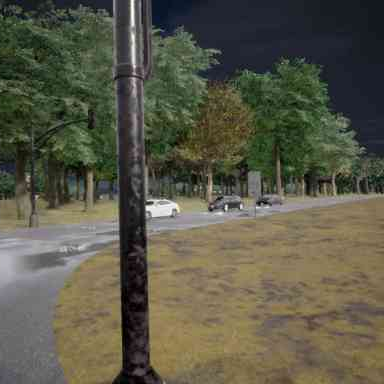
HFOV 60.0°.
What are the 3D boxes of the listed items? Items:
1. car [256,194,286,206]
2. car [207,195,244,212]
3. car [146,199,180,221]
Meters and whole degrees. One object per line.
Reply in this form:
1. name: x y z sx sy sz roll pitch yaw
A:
1. car: 9.753 0.970 40.956 2.033 1.411 5.357 -3 -1 37
2. car: 3.341 1.087 32.545 1.837 1.490 4.892 -3 -1 37
3. car: -2.792 1.268 24.476 1.812 1.442 4.674 -3 -1 37
